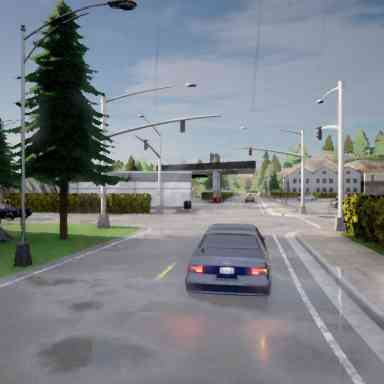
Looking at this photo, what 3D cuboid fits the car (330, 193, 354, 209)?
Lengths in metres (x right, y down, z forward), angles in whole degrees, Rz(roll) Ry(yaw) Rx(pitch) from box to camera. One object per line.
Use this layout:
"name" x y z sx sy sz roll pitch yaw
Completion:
"car" 20.221 1.330 42.318 5.027 1.636 2.152 0 0 10

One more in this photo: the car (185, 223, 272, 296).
"car" 1.083 1.547 8.829 2.033 1.411 5.357 0 0 10

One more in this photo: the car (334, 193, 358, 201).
"car" 34.496 1.097 74.619 4.605 1.855 1.932 0 0 10

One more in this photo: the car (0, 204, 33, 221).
"car" -15.572 1.601 27.066 4.718 1.301 1.895 0 0 10

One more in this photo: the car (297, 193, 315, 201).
"car" 26.140 1.361 76.060 3.806 1.475 1.970 0 0 10

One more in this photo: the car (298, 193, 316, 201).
"car" 27.321 1.077 79.227 3.866 1.878 1.905 0 0 10

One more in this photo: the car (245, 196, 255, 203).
"car" 11.965 1.491 68.529 2.128 1.511 4.902 0 0 11
